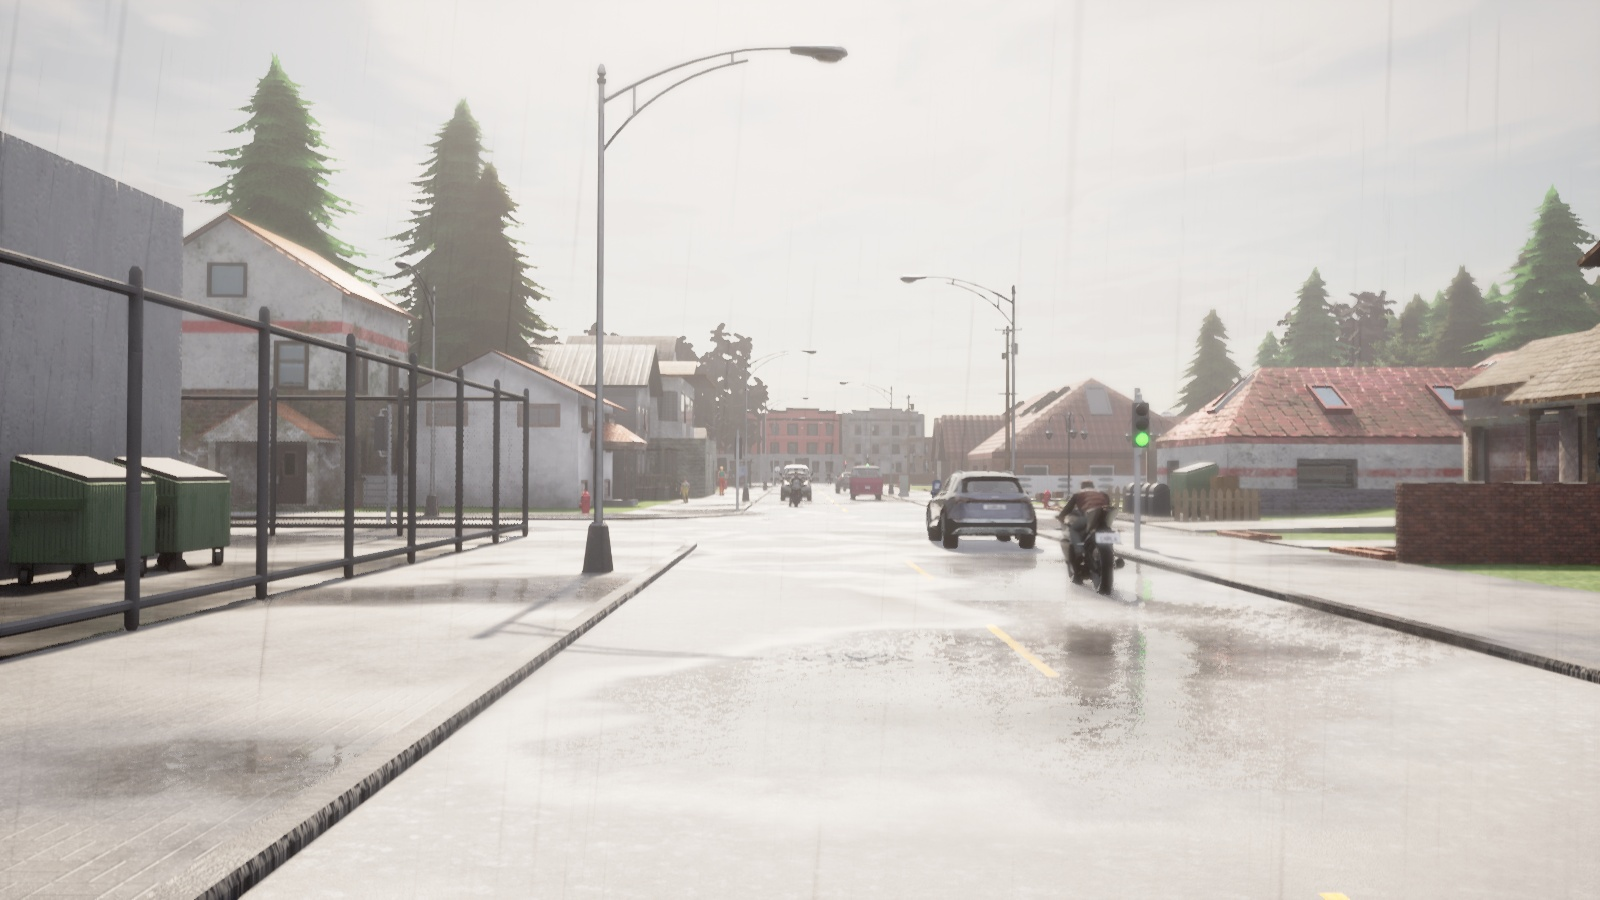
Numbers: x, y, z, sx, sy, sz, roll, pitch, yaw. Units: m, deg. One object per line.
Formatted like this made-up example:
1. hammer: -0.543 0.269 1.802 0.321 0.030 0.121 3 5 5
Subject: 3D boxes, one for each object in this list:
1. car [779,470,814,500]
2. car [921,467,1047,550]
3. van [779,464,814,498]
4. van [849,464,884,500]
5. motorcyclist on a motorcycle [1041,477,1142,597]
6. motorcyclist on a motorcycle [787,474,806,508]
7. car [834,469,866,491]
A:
1. car: -0.192 1.947 69.867 1.851 1.617 3.988 0 -1 0
2. car: 3.922 1.218 27.617 2.033 1.649 4.856 0 -1 0
3. van: -0.217 1.922 78.353 2.069 2.038 4.480 0 -1 0
4. van: 3.799 1.834 72.519 1.775 1.987 4.442 0 -1 0
5. motorcyclist on a motorcycle: 3.953 1.139 17.226 0.866 1.530 2.191 0 -1 0
6. motorcyclist on a motorcycle: -0.158 1.860 57.181 0.866 1.530 2.191 0 -1 0
7. car: 3.740 2.242 94.241 2.152 1.651 5.027 0 -1 0
